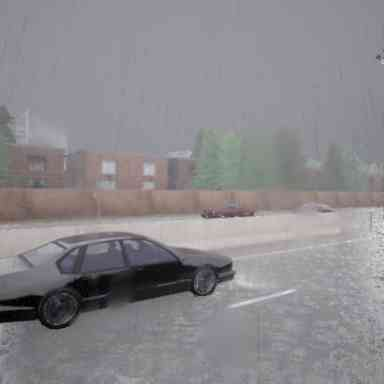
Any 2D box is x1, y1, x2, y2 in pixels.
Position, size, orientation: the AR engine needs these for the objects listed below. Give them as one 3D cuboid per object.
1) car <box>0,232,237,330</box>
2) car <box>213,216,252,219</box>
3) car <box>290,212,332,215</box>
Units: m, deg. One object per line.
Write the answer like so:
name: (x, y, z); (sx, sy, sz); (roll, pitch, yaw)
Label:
car: (-1.575, 1.560, 6.921); (5.357, 1.411, 2.033); (0, 0, -36)
car: (2.973, 1.686, 27.712); (4.718, 1.301, 1.895); (0, 0, -37)
car: (10.572, 1.642, 29.051); (4.674, 1.442, 1.812); (1, 0, -37)
